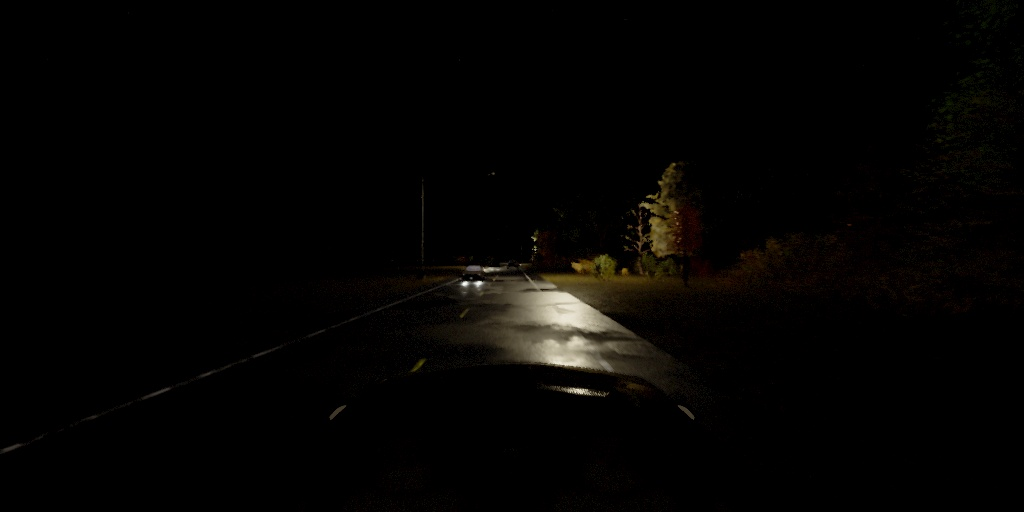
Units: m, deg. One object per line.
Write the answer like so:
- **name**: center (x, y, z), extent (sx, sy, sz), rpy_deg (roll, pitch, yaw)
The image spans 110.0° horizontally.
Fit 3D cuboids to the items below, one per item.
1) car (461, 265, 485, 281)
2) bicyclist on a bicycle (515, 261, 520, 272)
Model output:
- **car**: center (-3.589, 1.594, 34.205), extent (2.033, 1.411, 5.357), rpy_deg (0, -1, 0)
- **bicyclist on a bicycle**: center (0.973, 1.695, 55.494), extent (0.582, 1.620, 1.656), rpy_deg (0, -1, 0)
